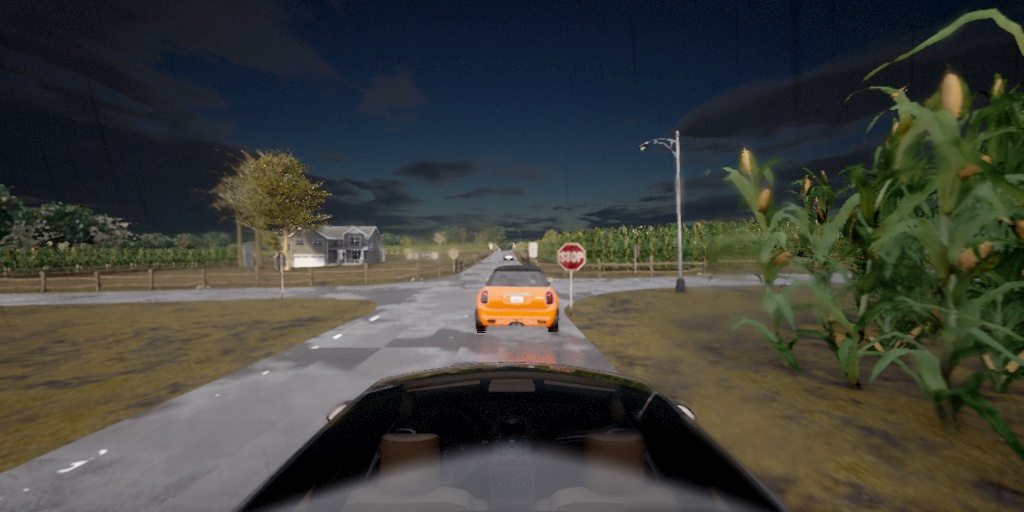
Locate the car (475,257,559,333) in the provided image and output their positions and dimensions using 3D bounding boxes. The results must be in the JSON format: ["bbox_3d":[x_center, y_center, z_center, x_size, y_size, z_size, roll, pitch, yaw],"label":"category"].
[{"bbox_3d":[0.205,1.037,10.726,2.097,1.767,4.553,0,1,2],"label":"car"}]
